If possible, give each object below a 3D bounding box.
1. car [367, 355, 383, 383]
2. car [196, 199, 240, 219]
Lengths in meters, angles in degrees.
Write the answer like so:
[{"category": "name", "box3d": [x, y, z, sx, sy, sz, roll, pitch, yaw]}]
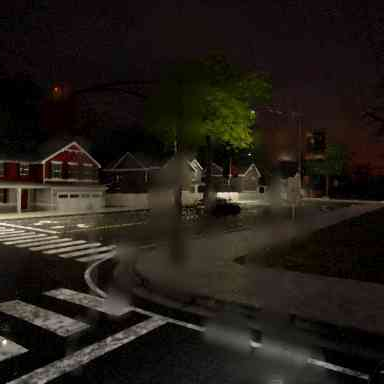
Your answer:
[{"category": "car", "box3d": [3.346, 1.506, 1.295, 4.892, 1.490, 1.837, 0, 0, 35]}, {"category": "car", "box3d": [2.223, 1.324, 27.249, 2.128, 1.511, 4.902, 1, 1, 36]}]
